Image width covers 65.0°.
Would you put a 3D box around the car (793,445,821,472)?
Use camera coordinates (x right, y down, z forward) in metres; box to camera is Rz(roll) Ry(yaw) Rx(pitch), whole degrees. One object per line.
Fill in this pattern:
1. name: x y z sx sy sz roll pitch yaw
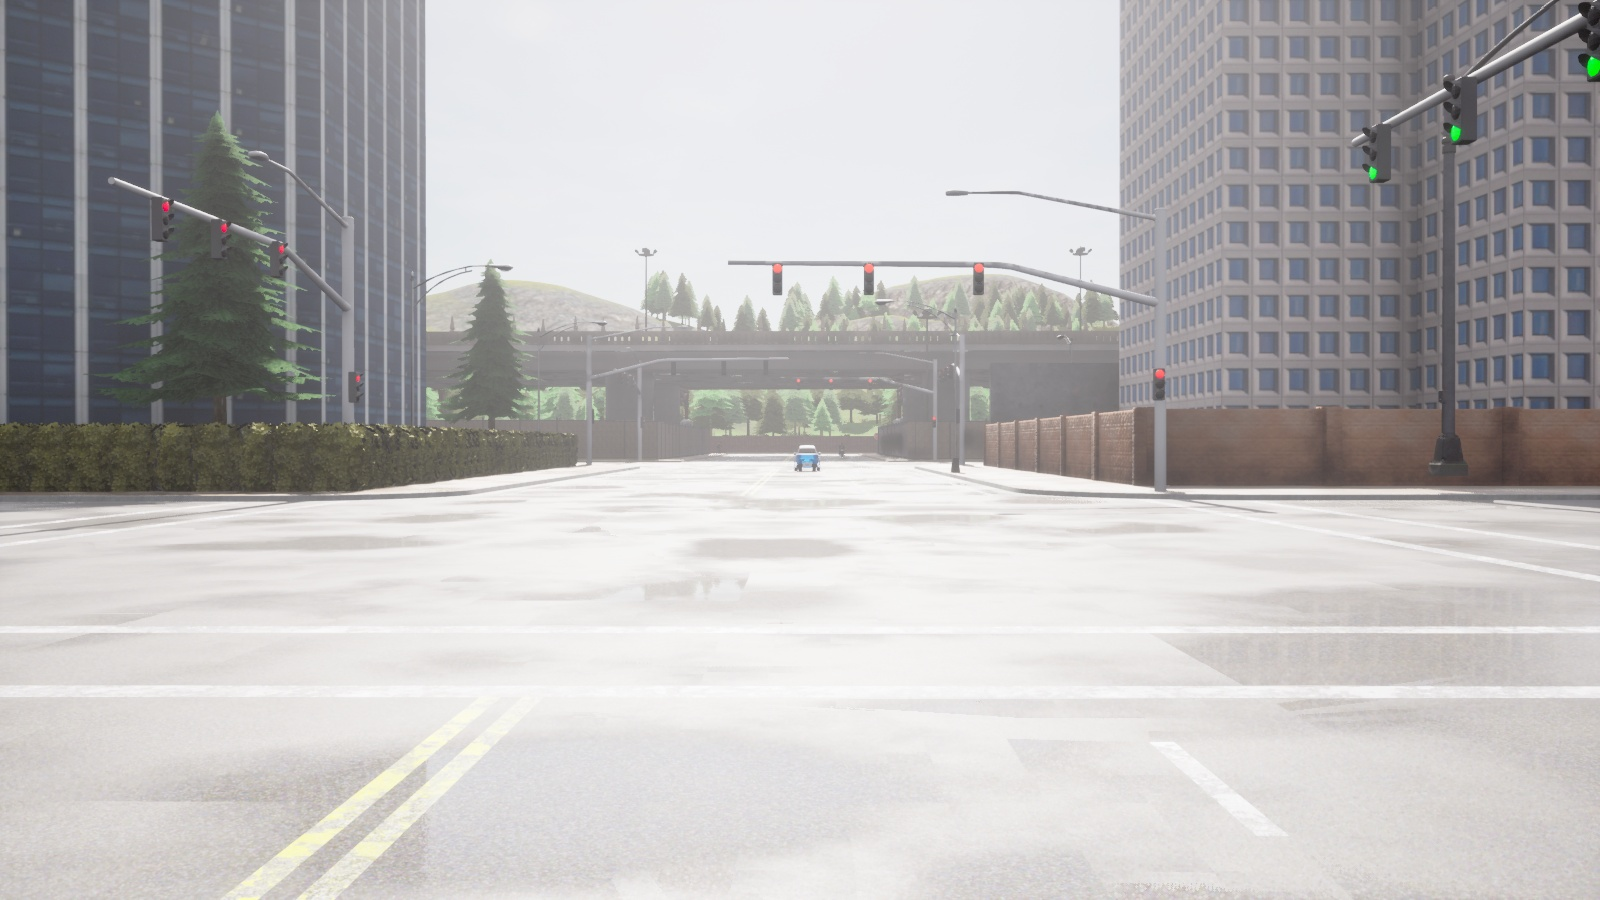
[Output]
1. car: 0.383 0.427 66.470 1.481 1.376 2.207 0 0 0

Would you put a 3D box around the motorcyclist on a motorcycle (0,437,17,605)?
1. motorcyclist on a motorcycle: -7.801 0.657 11.524 0.797 1.523 2.044 -2 1 -27
